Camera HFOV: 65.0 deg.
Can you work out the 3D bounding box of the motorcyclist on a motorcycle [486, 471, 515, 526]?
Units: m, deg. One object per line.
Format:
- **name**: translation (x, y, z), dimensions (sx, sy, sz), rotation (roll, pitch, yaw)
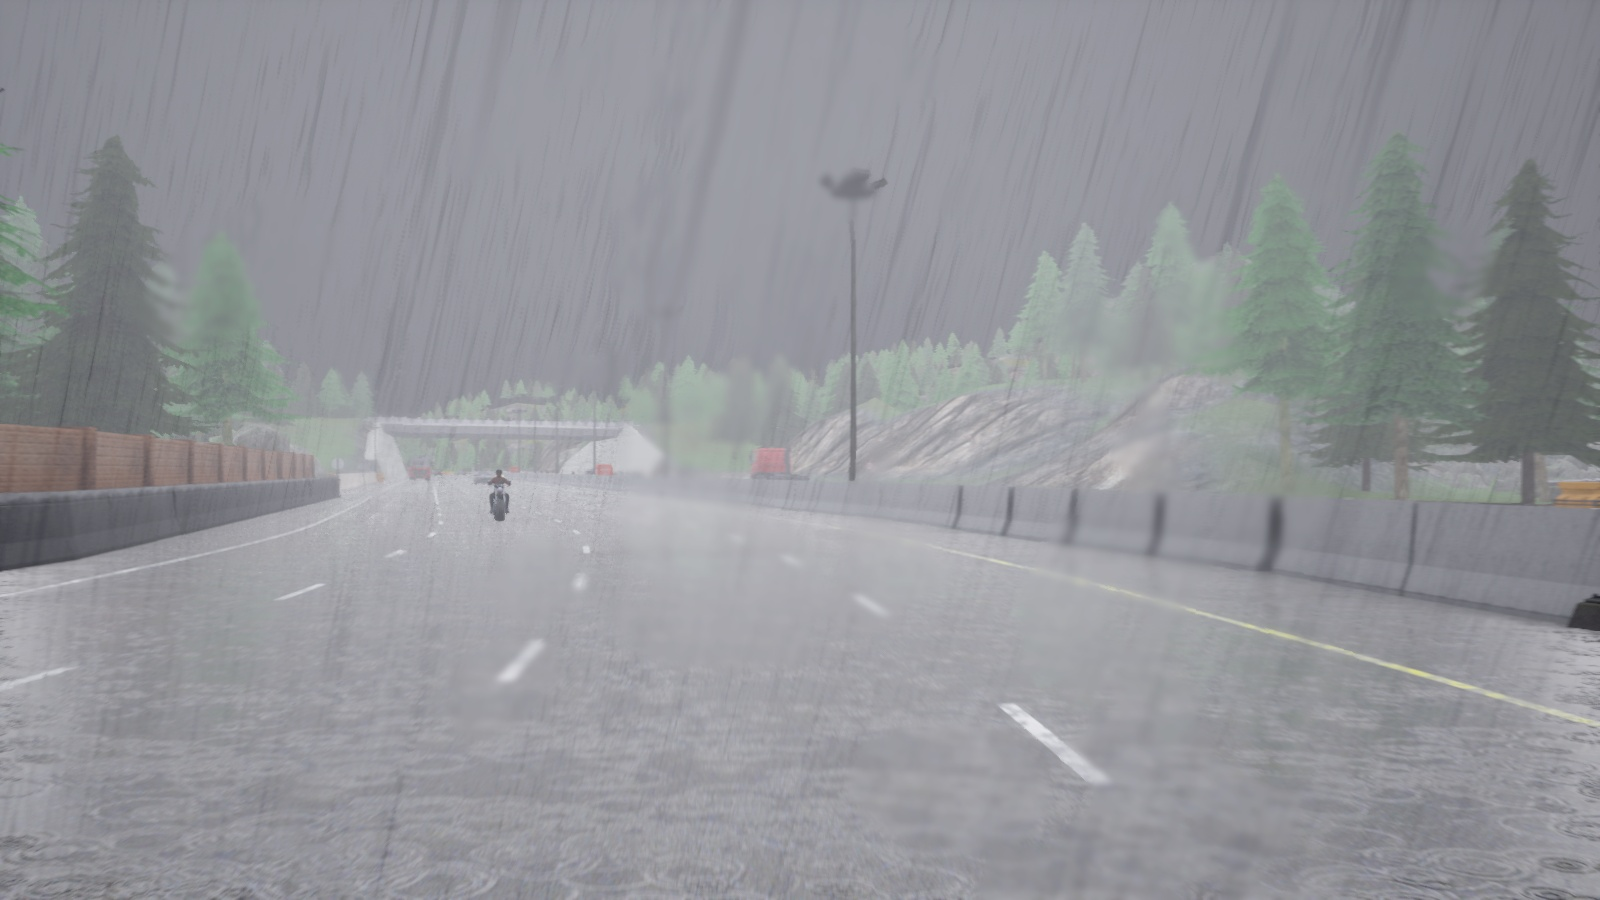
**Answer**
- **motorcyclist on a motorcycle**: translation (-9.281, 1.472, 38.837), dimensions (0.766, 1.649, 2.350), rotation (0, -1, -16)
